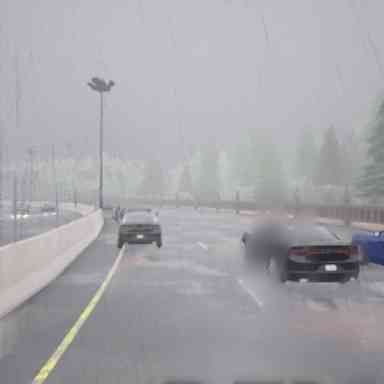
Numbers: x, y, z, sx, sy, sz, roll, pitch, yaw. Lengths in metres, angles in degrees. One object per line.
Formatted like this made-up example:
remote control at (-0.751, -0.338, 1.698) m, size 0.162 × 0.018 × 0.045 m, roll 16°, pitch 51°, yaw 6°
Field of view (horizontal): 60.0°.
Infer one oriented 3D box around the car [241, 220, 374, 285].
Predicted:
car at (2.854, 1.569, 9.902) m, size 1.882 × 1.535 × 5.008 m, roll 0°, pitch -1°, yaw -6°

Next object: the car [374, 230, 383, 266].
car at (6.430, 1.550, 9.220) m, size 1.882 × 1.535 × 5.008 m, roll 0°, pitch -1°, yaw -5°

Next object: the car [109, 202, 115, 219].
car at (-6.432, 1.846, 31.324) m, size 1.837 × 1.490 × 4.892 m, roll 0°, pitch -1°, yaw -19°

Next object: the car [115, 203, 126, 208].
car at (-4.658, 1.782, 25.550) m, size 1.837 × 1.490 × 4.892 m, roll 0°, pitch -1°, yaw -15°

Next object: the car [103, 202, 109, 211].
car at (-12.682, 2.081, 48.190) m, size 2.033 × 1.411 × 5.357 m, roll 0°, pitch -1°, yaw -30°

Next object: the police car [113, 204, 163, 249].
police car at (-2.492, 1.596, 15.834) m, size 1.930 × 1.638 × 5.238 m, roll 0°, pitch -1°, yaw -10°
